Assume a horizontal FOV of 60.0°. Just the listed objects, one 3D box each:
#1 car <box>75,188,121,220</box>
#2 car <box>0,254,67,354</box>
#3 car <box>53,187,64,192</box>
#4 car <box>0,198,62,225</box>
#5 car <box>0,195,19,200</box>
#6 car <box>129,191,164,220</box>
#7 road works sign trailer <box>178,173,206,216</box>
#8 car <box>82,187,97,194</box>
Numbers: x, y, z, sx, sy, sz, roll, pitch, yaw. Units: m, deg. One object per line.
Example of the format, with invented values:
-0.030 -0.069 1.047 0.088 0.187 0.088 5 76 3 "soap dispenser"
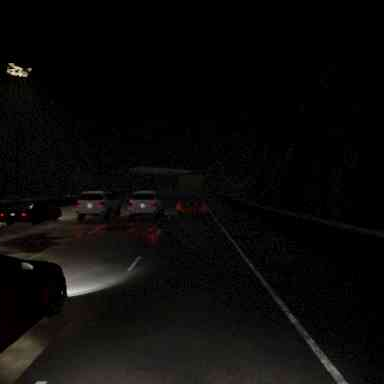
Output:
-6.901 0.967 25.094 2.150 2.045 5.566 0 1 0 "car"
-3.400 1.532 4.748 1.994 1.385 4.181 0 0 0 "car"
-31.501 -0.433 79.175 1.837 1.490 4.892 0 2 0 "car"
-10.401 1.337 21.863 2.033 1.411 5.357 0 1 0 "car"
-21.087 1.045 38.269 1.812 1.442 4.674 0 1 0 "car"
-3.400 0.960 25.570 2.150 2.045 5.566 0 1 0 "car"
-0.012 0.161 28.166 2.380 3.560 2.880 0 1 0 "road works sign trailer"
-24.501 -0.297 79.560 1.882 1.535 5.008 0 2 0 "car"
